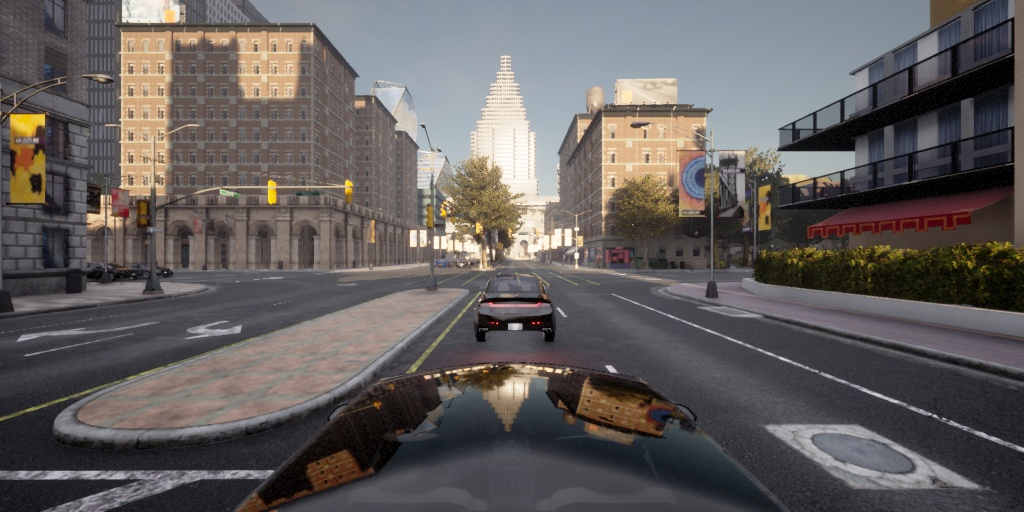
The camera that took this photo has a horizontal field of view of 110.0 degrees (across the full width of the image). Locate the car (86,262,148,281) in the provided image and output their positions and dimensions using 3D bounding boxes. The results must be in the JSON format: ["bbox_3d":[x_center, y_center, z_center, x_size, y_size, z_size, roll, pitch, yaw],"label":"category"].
[{"bbox_3d":[-33.346,1.228,29.219,5.008,1.535,1.882,0,0,0],"label":"car"}]

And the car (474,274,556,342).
[{"bbox_3d":[0.080,1.242,9.796,2.128,1.511,4.902,0,0,0],"label":"car"}]

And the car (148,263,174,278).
[{"bbox_3d":[-33.633,1.314,32.712,4.181,1.385,1.994,0,0,-1],"label":"car"}]

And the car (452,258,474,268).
[{"bbox_3d":[-8.053,1.241,59.613,2.128,1.511,4.902,0,0,0],"label":"car"}]

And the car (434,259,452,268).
[{"bbox_3d":[-11.550,1.227,60.028,1.882,1.535,5.008,0,0,0],"label":"car"}]
